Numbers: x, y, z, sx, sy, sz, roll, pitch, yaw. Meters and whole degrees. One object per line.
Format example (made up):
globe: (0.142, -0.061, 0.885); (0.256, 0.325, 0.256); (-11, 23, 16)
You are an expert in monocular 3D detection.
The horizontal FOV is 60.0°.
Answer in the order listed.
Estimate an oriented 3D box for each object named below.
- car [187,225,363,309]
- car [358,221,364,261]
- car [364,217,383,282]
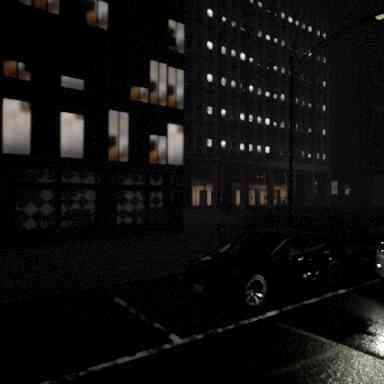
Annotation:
car: (1.907, 1.563, 7.907); (4.313, 1.339, 1.947); (0, 1, -35)
car: (6.501, 1.544, 11.183); (4.403, 1.369, 2.008); (0, 1, -35)
car: (6.783, 1.217, 8.197); (5.566, 2.045, 2.150); (0, 0, -36)
